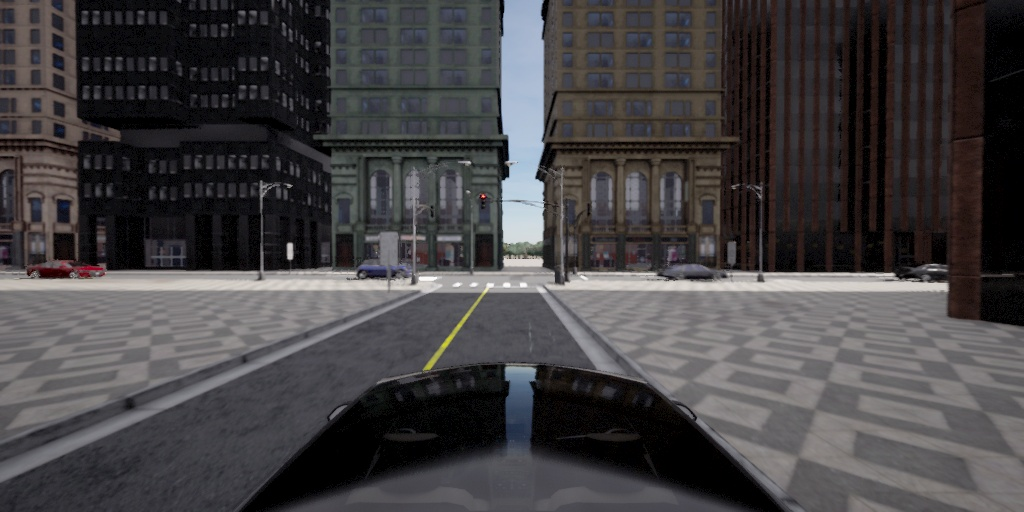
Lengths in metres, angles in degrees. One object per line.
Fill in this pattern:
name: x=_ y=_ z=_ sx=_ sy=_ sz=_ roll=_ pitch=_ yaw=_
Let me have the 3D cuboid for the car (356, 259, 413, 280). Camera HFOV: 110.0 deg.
car: x=-10.292 y=1.035 z=29.577 sx=4.553 sy=1.767 sz=2.097 roll=0 pitch=1 yaw=0

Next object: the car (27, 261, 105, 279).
car: x=-36.737 y=1.161 z=29.631 sx=5.008 sy=1.535 sz=1.882 roll=0 pitch=1 yaw=0

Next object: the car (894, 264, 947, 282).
car: x=34.448 y=1.377 z=29.495 sx=4.892 sy=1.490 sz=1.837 roll=0 pitch=1 yaw=0

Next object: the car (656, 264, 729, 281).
car: x=14.745 y=1.347 z=29.536 sx=5.357 sy=1.411 sz=2.033 roll=0 pitch=1 yaw=0
